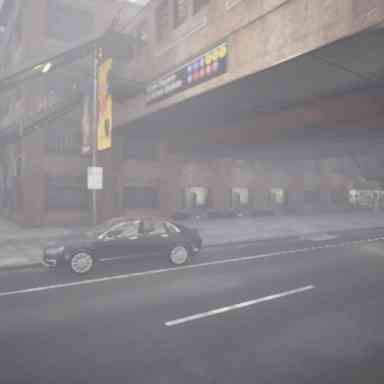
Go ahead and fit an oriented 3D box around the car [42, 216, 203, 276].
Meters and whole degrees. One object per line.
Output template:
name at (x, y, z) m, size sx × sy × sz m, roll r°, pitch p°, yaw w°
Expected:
car at (-2.022, 1.518, 10.416) m, size 4.892 × 1.521 × 2.231 m, roll 1°, pitch 0°, yaw -26°
